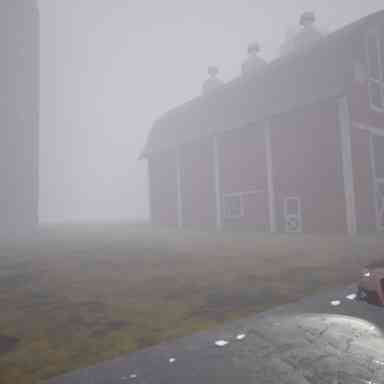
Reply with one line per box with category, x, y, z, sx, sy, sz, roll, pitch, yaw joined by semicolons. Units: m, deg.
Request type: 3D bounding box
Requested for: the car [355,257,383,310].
car;5.137;1.549;6.657;4.181;1.385;1.994;0;0;-36
